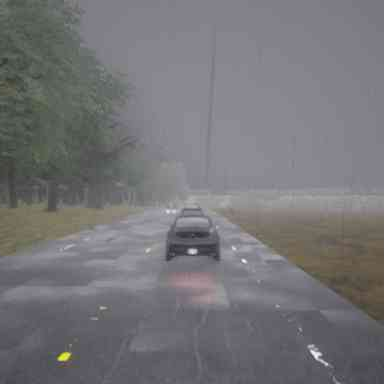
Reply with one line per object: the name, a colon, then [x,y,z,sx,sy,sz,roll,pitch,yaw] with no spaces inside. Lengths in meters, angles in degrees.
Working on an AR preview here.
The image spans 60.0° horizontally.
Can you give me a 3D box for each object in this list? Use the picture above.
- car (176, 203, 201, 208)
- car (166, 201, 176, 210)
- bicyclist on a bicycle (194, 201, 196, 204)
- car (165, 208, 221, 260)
car: [0.035,1.724,27.683,2.128,1.511,4.902,0,-1,0]
car: [-3.562,2.348,59.182,2.128,1.511,4.902,0,-2,1]
bicyclist on a bicycle: [0.929,3.409,93.836,0.866,1.612,1.509,0,-2,0]
car: [0.040,1.587,12.679,1.837,1.490,4.892,0,0,0]
